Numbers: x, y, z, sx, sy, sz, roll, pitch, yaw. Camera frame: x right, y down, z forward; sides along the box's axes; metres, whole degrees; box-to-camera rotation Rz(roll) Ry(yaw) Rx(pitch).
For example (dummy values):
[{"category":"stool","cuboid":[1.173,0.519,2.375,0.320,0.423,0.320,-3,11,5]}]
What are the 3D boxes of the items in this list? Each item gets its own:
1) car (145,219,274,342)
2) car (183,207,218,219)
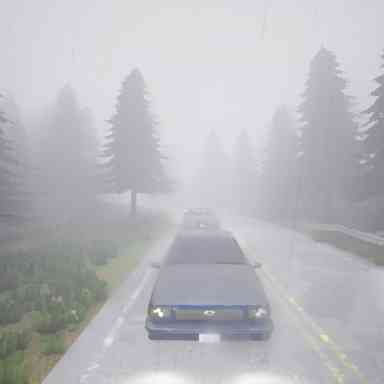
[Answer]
[{"category":"car","cuboid":[0.285,1.558,7.088,2.033,1.411,5.357,0,0,1]},{"category":"car","cuboid":[0.480,1.584,19.172,1.994,1.385,4.181,0,0,-2]}]
